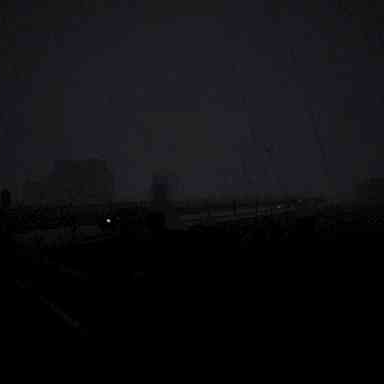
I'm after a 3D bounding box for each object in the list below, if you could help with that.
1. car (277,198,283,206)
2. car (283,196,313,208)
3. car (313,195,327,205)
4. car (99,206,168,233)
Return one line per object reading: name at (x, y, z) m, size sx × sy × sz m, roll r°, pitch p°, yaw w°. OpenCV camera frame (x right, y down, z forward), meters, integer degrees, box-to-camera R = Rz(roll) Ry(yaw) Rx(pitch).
car at (14.482, 1.328, 49.747) m, size 2.033 × 1.411 × 5.357 m, roll -1°, pitch 0°, yaw 35°
car at (14.246, 1.307, 44.480) m, size 1.812 × 1.442 × 4.674 m, roll -1°, pitch 0°, yaw 35°
car at (20.059, 1.255, 52.980) m, size 1.812 × 1.442 × 4.674 m, roll -1°, pitch 0°, yaw 35°
car at (-3.274, 1.483, 19.228) m, size 1.994 × 1.385 × 4.181 m, roll -1°, pitch 0°, yaw 35°
